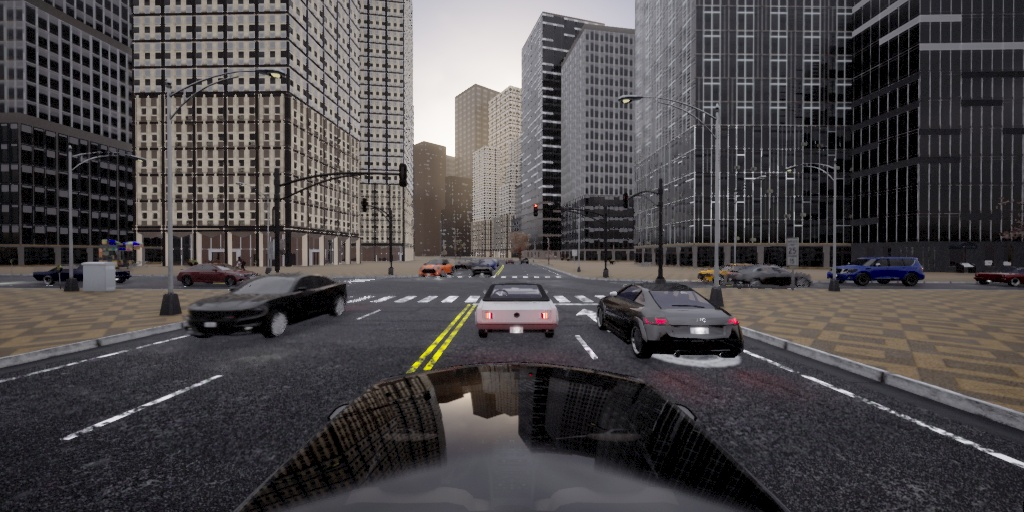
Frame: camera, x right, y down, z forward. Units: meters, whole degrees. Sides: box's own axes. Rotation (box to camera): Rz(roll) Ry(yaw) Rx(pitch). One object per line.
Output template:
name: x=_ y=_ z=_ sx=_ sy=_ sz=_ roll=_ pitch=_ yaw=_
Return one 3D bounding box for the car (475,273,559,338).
car: x=0.103 y=1.348 z=10.163 sx=1.895 sy=1.301 sz=4.718 roll=0 pitch=0 yaw=0

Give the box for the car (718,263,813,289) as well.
car: x=16.551 y=1.327 z=23.139 sx=4.902 sy=1.511 sz=2.128 roll=0 pitch=0 yaw=2

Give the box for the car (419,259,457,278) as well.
car: x=-7.076 y=1.078 z=33.825 sx=2.097 sy=1.767 sz=4.553 roll=0 pitch=0 yaw=7

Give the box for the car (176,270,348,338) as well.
car: x=-6.597 y=1.225 z=10.341 sx=1.882 sy=1.535 sz=5.008 roll=0 pitch=0 yaw=0

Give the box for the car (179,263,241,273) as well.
car: x=-19.474 y=1.193 z=23.752 sx=4.674 sy=1.442 sz=1.812 roll=0 pitch=0 yaw=1

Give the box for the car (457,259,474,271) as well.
car: x=-6.576 y=1.308 z=47.744 sx=1.895 sy=1.301 sz=4.718 roll=0 pitch=0 yaw=0

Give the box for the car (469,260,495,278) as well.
car: x=-2.945 y=1.330 z=34.266 sx=1.895 sy=1.301 sz=4.718 roll=0 pitch=0 yaw=-7

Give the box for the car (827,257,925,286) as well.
car: x=26.386 y=1.075 z=26.100 sx=5.566 sy=2.045 sz=2.150 roll=0 pitch=0 yaw=2

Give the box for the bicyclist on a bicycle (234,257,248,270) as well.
bicyclist on a bicycle: x=-24.691 y=0.871 z=32.619 sx=0.582 sy=1.620 sz=1.656 roll=0 pitch=1 yaw=1

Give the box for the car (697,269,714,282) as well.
car: x=16.323 y=1.285 z=26.321 sx=5.008 sy=1.535 sz=1.882 roll=0 pitch=0 yaw=1

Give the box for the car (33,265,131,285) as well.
car: x=-28.584 y=1.226 z=23.986 sx=4.718 sy=1.301 sz=1.895 roll=0 pitch=0 yaw=1

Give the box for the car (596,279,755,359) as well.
car: x=3.358 y=1.312 z=8.449 sx=1.994 sy=1.385 sz=4.181 roll=0 pitch=0 yaw=0

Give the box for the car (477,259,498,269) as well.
car: x=-3.324 y=1.180 z=50.229 sx=1.882 sy=1.535 sz=5.008 roll=0 pitch=0 yaw=0

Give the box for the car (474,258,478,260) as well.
car: x=-6.575 y=1.178 z=65.080 sx=1.837 sy=1.490 sz=4.892 roll=0 pitch=0 yaw=0

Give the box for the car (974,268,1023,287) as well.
car: x=36.705 y=1.501 z=25.872 sx=4.718 sy=1.301 sz=1.895 roll=0 pitch=0 yaw=1
